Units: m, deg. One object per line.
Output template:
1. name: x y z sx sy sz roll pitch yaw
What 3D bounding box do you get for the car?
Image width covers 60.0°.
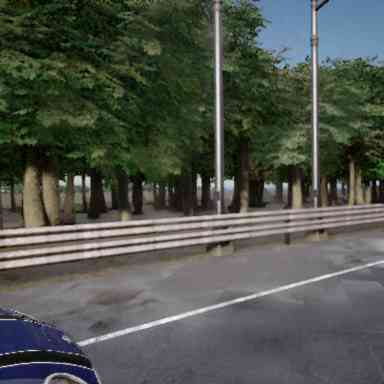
1. car: -2.752 1.370 1.718 4.553 1.767 2.097 -1 1 -36
